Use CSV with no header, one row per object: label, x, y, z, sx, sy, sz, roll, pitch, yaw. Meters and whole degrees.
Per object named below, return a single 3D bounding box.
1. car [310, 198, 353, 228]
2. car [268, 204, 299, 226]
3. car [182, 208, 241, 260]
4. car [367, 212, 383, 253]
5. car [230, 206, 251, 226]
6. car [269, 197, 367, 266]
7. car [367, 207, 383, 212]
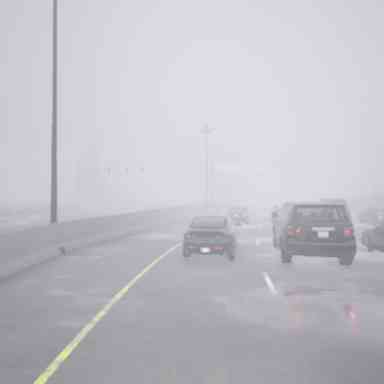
car,10.625,1.482,25.793,2.150,2.045,5.566,0,0,12
car,7.266,1.760,26.798,2.128,1.511,4.902,0,0,12
car,0.844,1.633,13.130,1.837,1.490,4.892,0,0,10
car,7.694,1.675,11.714,2.033,1.411,5.357,0,-1,9
car,3.775,1.811,27.231,2.033,1.411,5.357,0,-1,12
car,4.244,1.342,12.307,2.150,2.045,5.566,0,0,9
car,14.042,1.814,25.031,2.033,1.411,5.357,0,-1,12
